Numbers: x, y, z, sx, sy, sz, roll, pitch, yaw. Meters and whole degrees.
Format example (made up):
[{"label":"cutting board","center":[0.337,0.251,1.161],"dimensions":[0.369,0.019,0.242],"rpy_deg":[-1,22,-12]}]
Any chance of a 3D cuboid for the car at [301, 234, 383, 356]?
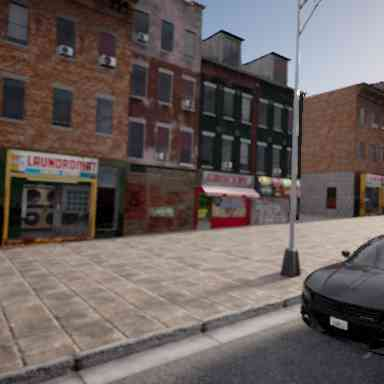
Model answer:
[{"label":"car","center":[4.007,1.498,5.926],"dimensions":[5.008,1.535,1.882],"rpy_deg":[0,0,-35]}]
